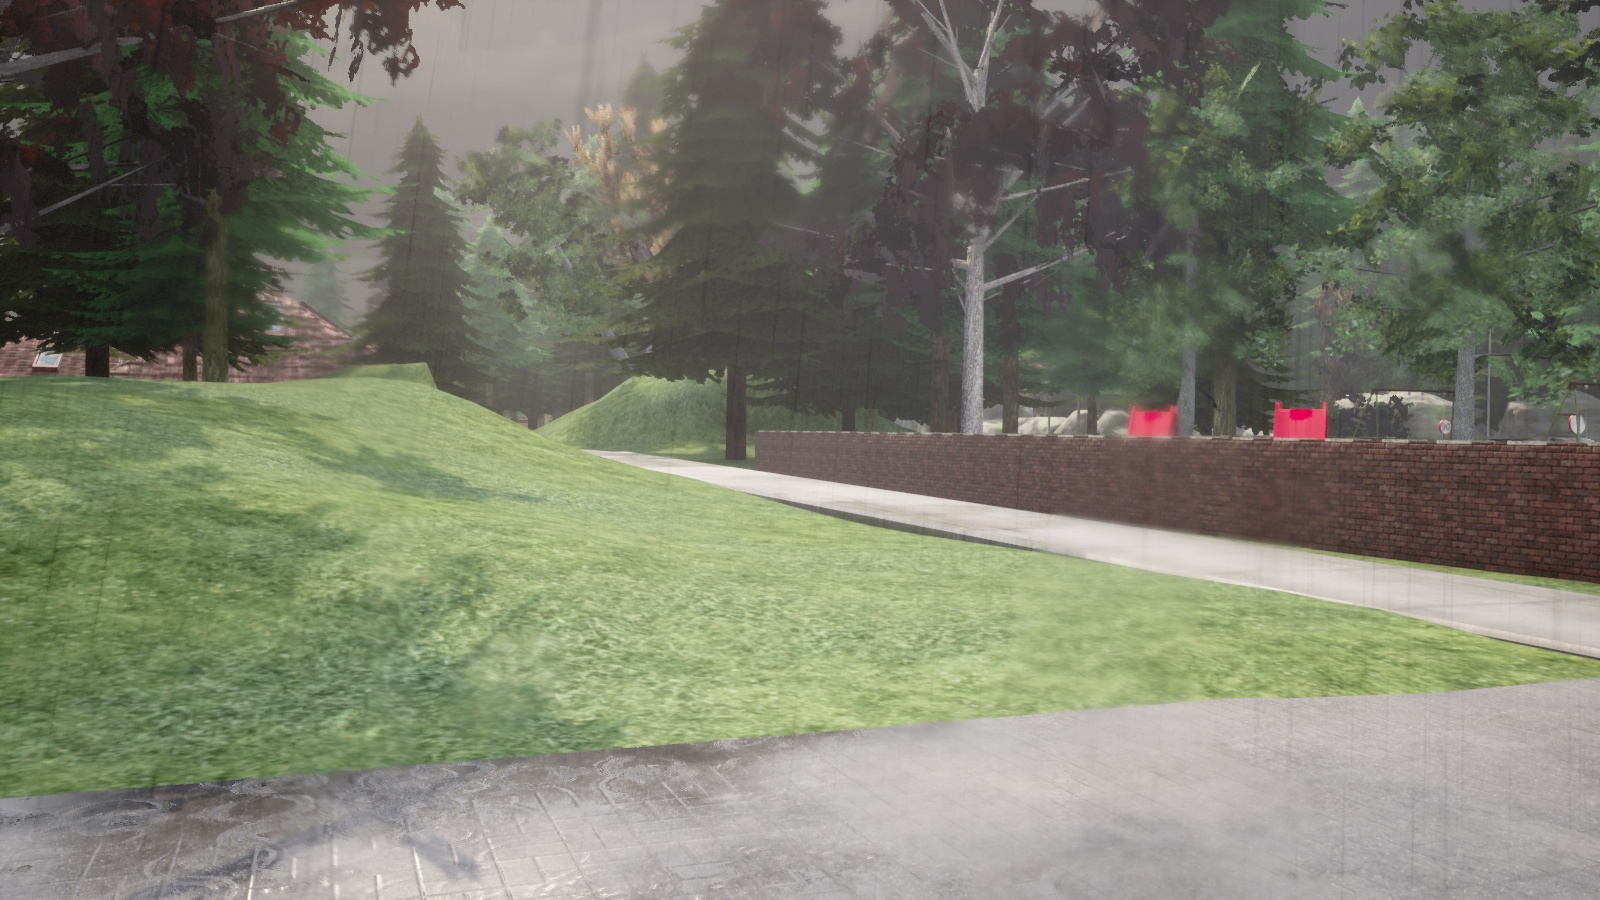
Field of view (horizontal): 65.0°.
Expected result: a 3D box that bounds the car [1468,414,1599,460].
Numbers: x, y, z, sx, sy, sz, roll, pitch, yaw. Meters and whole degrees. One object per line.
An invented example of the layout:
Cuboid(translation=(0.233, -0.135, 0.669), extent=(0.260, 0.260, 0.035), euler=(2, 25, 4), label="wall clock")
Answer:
Cuboid(translation=(28.588, -0.516, 48.168), extent=(2.152, 1.651, 5.027), euler=(-1, 1, -21), label="car")
